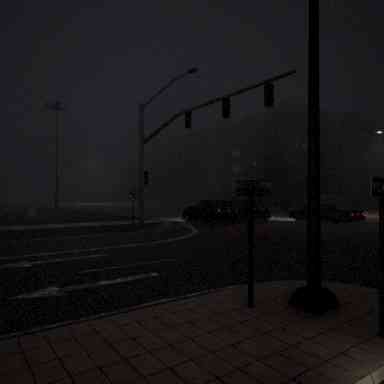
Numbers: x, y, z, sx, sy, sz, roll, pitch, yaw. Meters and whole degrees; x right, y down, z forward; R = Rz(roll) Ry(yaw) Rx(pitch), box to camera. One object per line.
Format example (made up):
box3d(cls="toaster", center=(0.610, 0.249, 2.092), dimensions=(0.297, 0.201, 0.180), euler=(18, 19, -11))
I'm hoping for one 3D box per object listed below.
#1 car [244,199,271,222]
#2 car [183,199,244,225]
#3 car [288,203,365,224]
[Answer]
box3d(cls="car", center=(4.019, 1.352, 26.695), dimensions=(2.097, 1.767, 4.553), euler=(0, 0, -36))
box3d(cls="car", center=(1.278, 1.352, 24.513), dimensions=(2.097, 1.767, 4.553), euler=(0, 0, -36))
box3d(cls="car", center=(9.826, 1.547, 24.646), dimensions=(2.033, 1.411, 5.357), euler=(0, 0, -36))
